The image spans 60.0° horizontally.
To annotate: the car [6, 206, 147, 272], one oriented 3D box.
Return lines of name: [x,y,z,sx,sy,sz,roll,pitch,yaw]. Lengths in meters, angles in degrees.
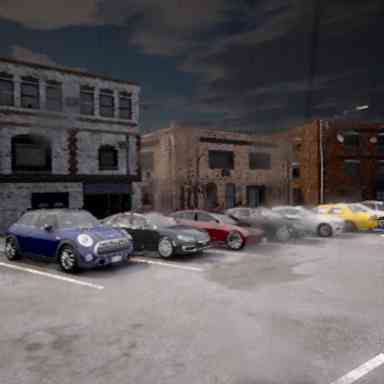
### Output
car: [-3.997,1.349,10.781,4.553,1.767,2.185,-1,-1,35]

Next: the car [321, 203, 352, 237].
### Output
car: [5.581,1.470,17.576,4.674,1.452,2.002,-1,-1,35]

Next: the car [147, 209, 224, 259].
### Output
car: [-1.588,1.464,12.468,4.892,1.521,2.231,-1,-1,35]

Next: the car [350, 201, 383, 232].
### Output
car: [7.815,1.419,19.378,5.366,1.575,1.946,-1,0,35]

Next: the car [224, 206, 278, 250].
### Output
car: [0.831,1.481,14.151,4.792,1.488,2.163,-1,-1,35]

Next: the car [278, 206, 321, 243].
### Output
car: [3.191,1.442,15.881,4.892,1.521,2.231,-1,-1,34]
